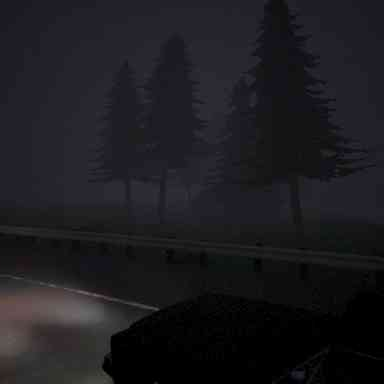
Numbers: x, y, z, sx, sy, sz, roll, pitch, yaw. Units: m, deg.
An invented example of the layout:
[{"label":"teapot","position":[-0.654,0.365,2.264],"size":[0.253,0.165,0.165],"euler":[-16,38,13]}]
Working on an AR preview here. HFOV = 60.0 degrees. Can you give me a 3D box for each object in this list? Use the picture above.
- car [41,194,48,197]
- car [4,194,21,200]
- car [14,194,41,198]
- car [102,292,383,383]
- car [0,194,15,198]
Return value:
[{"label":"car","position":[-38.366,1.139,86.032],"size":[1.812,1.442,4.674],"euler":[0,0,-5]},{"label":"car","position":[-45.233,1.288,83.807],"size":[1.994,1.385,4.181],"euler":[0,0,-1]},{"label":"car","position":[-35.149,1.552,71.202],"size":[1.994,1.385,4.181],"euler":[0,0,10]},{"label":"car","position":[1.442,1.601,2.739],"size":[4.718,1.301,1.895],"euler":[0,0,35]},{"label":"car","position":[-38.756,1.355,70.669],"size":[2.097,1.767,4.553],"euler":[0,0,10]}]
